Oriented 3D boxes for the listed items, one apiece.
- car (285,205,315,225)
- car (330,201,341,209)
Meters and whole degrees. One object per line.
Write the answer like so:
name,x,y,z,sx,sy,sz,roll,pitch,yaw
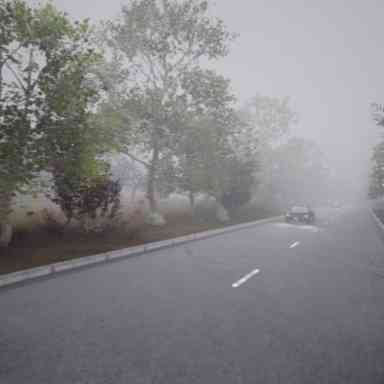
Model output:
car,9.037,1.837,27.539,1.812,1.442,4.674,3,1,27
car,27.497,2.481,63.616,2.033,1.411,5.357,3,1,27
